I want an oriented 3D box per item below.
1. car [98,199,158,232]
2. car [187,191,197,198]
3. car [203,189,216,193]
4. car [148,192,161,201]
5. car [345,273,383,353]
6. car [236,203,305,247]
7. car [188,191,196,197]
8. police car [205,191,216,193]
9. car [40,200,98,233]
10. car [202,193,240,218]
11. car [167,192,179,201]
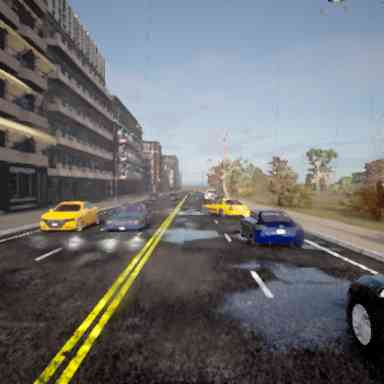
[{"bbox_3d":[-3.345,1.332,18.607,2.033,1.411,5.357,0,1,0],"label":"car"},{"bbox_3d":[0.002,0.481,77.619,2.097,1.767,4.553,0,1,0],"label":"car"},{"bbox_3d":[3.252,0.562,58.185,2.150,2.045,5.566,0,1,0],"label":"car"},{"bbox_3d":[-6.532,0.833,58.472,1.837,1.490,4.892,0,1,1],"label":"car"},{"bbox_3d":[3.251,1.466,3.160,1.837,1.490,4.892,0,1,0],"label":"car"},{"bbox_3d":[3.251,1.399,14.160,1.994,1.385,4.181,0,1,0],"label":"car"},{"bbox_3d":[0.002,0.512,90.590,2.128,1.511,4.902,0,1,0],"label":"car"},{"bbox_3d":[3.251,0.968,47.159,2.038,1.542,4.974,0,1,0],"label":"police car"},{"bbox_3d":[-6.591,1.263,18.475,1.882,1.535,5.008,0,1,0],"label":"car"},{"bbox_3d":[2.513,1.151,26.484,1.801,1.575,5.366,0,1,-22],"label":"car"},{"bbox_3d":[-3.282,0.811,58.462,1.882,1.535,5.008,0,1,1],"label":"car"}]
